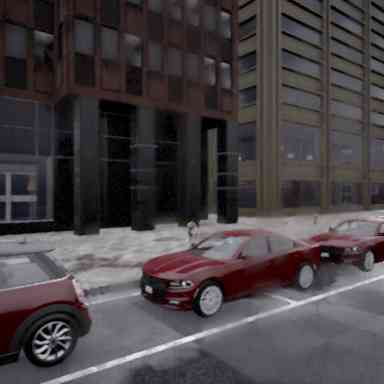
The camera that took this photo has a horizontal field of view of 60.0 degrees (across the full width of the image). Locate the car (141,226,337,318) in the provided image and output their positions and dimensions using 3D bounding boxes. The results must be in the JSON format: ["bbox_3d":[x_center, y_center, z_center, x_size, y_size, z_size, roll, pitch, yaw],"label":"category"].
[{"bbox_3d":[1.038,1.532,7.409,4.507,1.381,1.887,0,0,-36],"label":"car"}]

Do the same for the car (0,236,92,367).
[{"bbox_3d":[-3.505,1.449,4.131,4.097,1.590,1.967,0,0,-36],"label":"car"}]

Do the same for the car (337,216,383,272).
[{"bbox_3d":[5.581,1.509,10.686,4.507,1.381,1.887,0,0,-36],"label":"car"}]
